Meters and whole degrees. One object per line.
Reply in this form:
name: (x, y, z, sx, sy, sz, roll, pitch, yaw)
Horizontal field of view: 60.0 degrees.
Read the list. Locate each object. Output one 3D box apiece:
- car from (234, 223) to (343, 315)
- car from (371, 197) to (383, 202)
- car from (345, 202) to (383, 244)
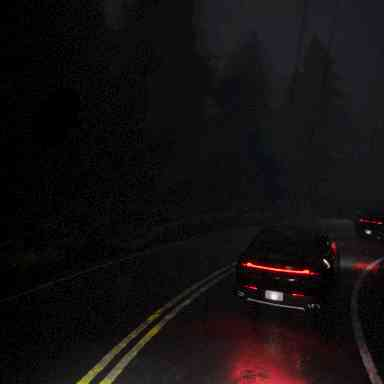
car: (2.425, 1.502, 7.848, 1.837, 1.490, 4.892, 2, 1, 25)
car: (12.425, 1.062, 20.971, 4.892, 1.490, 1.837, -1, 5, -29)
car: (9.476, 1.408, 15.343, 4.892, 1.490, 1.837, -1, 5, -33)
